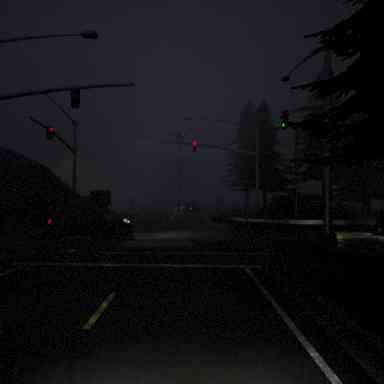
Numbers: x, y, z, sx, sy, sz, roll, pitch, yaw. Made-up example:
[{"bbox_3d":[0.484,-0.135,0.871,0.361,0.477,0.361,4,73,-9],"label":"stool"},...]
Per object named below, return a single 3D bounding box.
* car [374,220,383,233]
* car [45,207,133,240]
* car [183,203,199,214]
[{"bbox_3d":[14.204,1.868,21.189,4.553,1.767,2.097,0,-1,0],"label":"car"},{"bbox_3d":[-5.615,1.628,18.525,4.553,1.767,2.097,0,-1,-16],"label":"car"},{"bbox_3d":[-0.091,2.085,43.086,1.994,1.385,4.181,1,-3,1],"label":"car"}]
